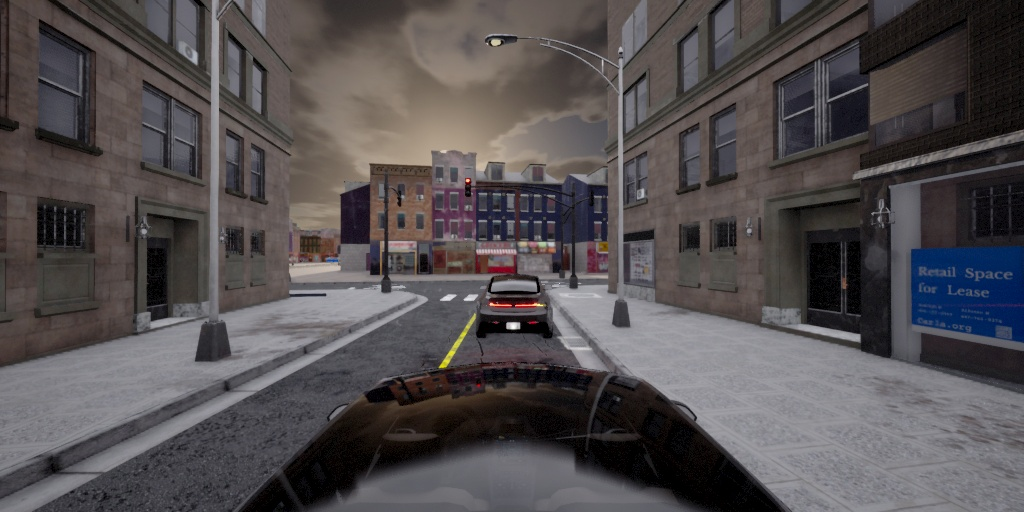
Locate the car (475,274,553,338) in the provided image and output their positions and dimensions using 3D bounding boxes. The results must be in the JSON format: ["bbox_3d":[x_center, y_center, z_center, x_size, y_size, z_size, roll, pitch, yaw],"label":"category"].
[{"bbox_3d":[0.100,1.256,10.148,1.837,1.490,4.892,0,0,2],"label":"car"}]
